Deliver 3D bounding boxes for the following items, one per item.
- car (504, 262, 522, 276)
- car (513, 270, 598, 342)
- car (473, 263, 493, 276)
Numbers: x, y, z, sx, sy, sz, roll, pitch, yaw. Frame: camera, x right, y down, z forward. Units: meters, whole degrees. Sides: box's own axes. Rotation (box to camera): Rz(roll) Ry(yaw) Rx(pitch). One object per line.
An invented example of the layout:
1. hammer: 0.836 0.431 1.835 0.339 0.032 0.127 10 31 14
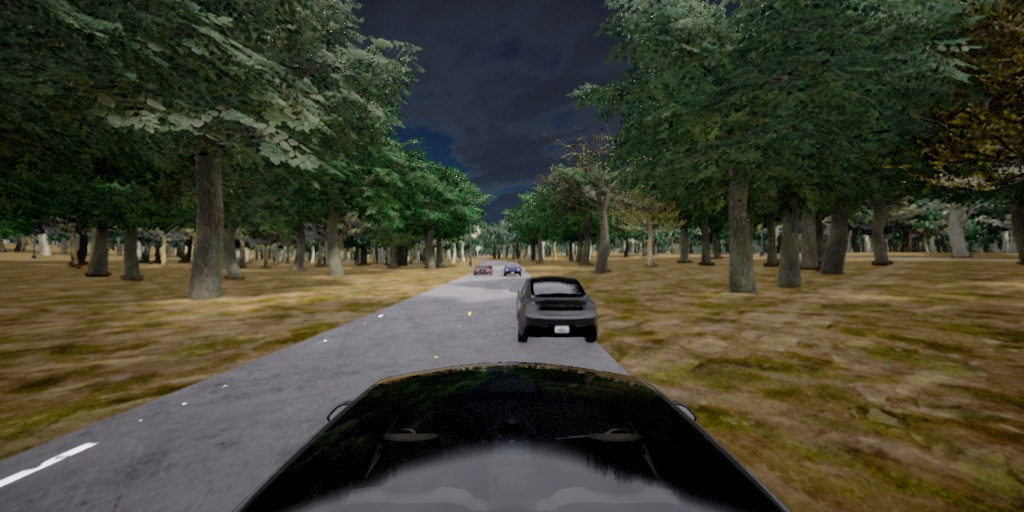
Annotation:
1. car: 0.089 1.495 39.716 1.895 1.301 4.718 0 0 0
2. car: 1.050 1.304 9.922 1.837 1.490 4.892 0 0 0
3. car: -3.094 1.458 39.356 1.994 1.385 4.181 0 0 0
